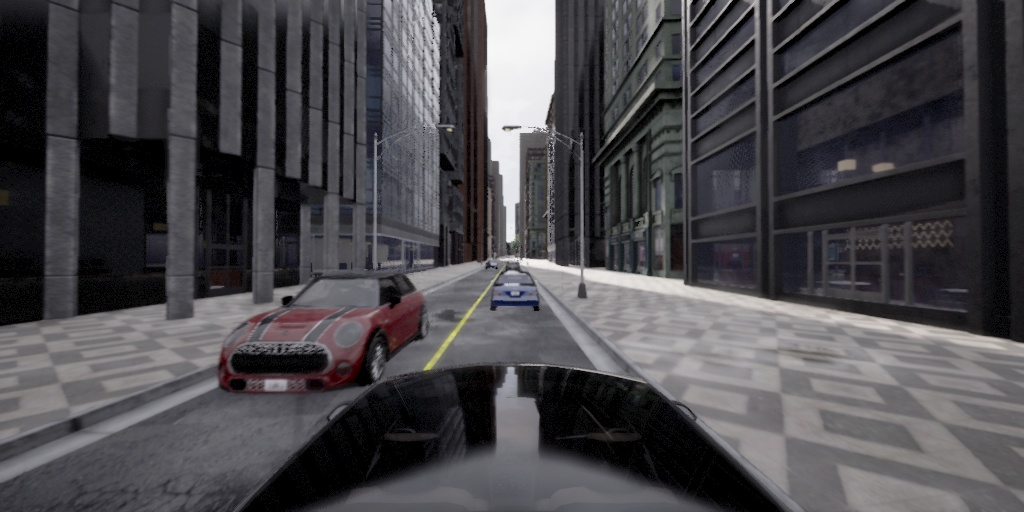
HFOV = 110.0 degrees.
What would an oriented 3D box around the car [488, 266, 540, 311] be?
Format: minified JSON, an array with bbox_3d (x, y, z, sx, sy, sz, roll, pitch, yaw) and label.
[{"bbox_3d":[0.105,1.318,14.649,2.033,1.411,5.357,0,0,0],"label":"car"}]

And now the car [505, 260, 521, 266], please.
[{"bbox_3d":[0.107,1.270,46.368,2.128,1.511,4.902,0,0,0],"label":"car"}]

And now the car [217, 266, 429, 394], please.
[{"bbox_3d":[-3.098,1.114,6.952,2.097,1.767,4.553,0,0,0],"label":"car"}]

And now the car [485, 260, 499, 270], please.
[{"bbox_3d":[-2.990,1.322,53.694,2.033,1.411,5.357,0,0,0],"label":"car"}]
